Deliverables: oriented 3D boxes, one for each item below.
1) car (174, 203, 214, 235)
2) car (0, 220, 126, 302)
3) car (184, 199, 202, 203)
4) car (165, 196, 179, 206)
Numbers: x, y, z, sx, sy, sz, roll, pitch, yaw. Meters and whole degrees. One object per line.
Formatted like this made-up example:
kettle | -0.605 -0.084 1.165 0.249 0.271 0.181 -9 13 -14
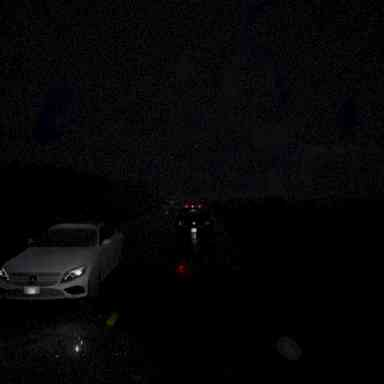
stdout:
car | 0.094 1.484 17.840 1.895 1.301 4.718 0 0 0
car | -2.852 1.471 8.255 1.812 1.442 4.674 0 0 0
car | 0.086 1.401 33.598 1.895 1.301 4.718 0 0 0
car | -2.851 1.267 48.960 1.812 1.442 4.674 0 0 0
